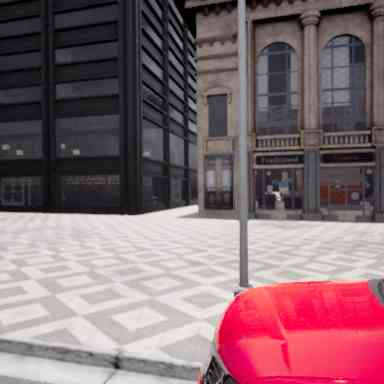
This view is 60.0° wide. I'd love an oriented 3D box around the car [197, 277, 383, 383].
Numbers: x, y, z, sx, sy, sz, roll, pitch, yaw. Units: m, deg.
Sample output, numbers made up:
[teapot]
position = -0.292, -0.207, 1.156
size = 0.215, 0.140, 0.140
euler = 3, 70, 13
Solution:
[car]
position = 2.761, 1.214, 2.079
size = 5.566, 2.045, 2.150
euler = 0, 1, 14
